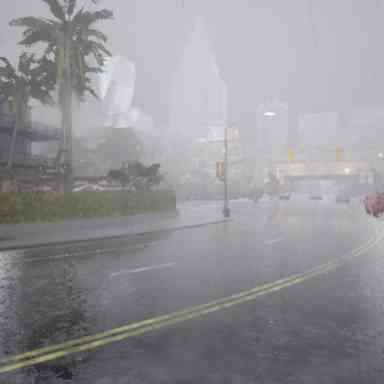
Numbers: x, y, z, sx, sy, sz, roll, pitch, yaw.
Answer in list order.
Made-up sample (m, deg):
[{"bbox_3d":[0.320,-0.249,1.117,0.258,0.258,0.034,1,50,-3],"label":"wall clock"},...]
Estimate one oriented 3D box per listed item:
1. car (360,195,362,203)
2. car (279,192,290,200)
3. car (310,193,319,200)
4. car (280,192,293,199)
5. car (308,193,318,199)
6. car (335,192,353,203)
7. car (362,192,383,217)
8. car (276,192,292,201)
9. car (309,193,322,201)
[{"bbox_3d":[27.919,0.941,52.534,2.097,1.767,4.553,0,0,18],"label":"car"},{"bbox_3d":[21.491,0.843,76.961,2.185,1.767,4.553,0,0,18],"label":"car"},{"bbox_3d":[28.508,0.978,77.401,1.812,1.442,4.674,0,0,18],"label":"car"},{"bbox_3d":[24.844,0.900,87.202,2.231,1.521,4.892,0,0,28],"label":"car"},{"bbox_3d":[31.723,0.910,87.320,2.128,1.511,4.902,0,0,18],"label":"car"},{"bbox_3d":[25.686,1.140,56.997,1.994,1.385,4.181,0,0,18],"label":"car"},{"bbox_3d":[16.240,0.995,28.173,2.150,2.045,5.566,0,0,19],"label":"car"},{"bbox_3d":[19.646,1.010,70.806,2.097,1.535,5.008,0,0,18],"label":"car"},{"bbox_3d":[25.417,0.997,67.854,1.882,1.535,5.008,0,0,18],"label":"car"}]
